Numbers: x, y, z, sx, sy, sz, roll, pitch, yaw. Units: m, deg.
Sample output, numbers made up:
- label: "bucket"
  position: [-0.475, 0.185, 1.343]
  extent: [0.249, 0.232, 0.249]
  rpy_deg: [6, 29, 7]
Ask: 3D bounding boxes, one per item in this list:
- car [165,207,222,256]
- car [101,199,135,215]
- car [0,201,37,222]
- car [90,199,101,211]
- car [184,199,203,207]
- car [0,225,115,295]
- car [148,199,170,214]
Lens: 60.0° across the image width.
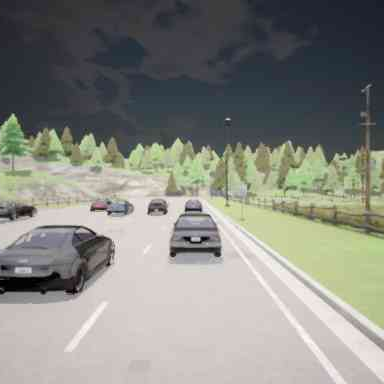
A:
- label: "car"
  position: [0.120, 1.521, 12.946]
  extent: [2.033, 1.411, 5.357]
  rpy_deg: [0, 0, 0]
- label: "car"
  position: [-6.843, 1.469, 32.219]
  extent: [2.033, 1.411, 5.357]
  rpy_deg: [0, 0, 0]
- label: "car"
  position: [-13.854, 1.414, 25.774]
  extent: [2.128, 1.511, 4.902]
  rpy_deg: [0, 0, 0]
- label: "car"
  position: [-10.330, 1.466, 38.709]
  extent: [1.994, 1.385, 4.181]
  rpy_deg: [0, 0, 0]
- label: "car"
  position: [0.167, 1.489, 37.257]
  extent: [1.994, 1.385, 4.181]
  rpy_deg: [0, 0, 0]
- label: "car"
  position: [-3.387, 1.539, 8.694]
  extent: [1.994, 1.385, 4.181]
  rpy_deg: [0, 0, 0]
- label: "car"
  position: [-3.340, 1.430, 33.585]
  extent: [1.837, 1.490, 4.892]
  rpy_deg: [0, 0, 0]
